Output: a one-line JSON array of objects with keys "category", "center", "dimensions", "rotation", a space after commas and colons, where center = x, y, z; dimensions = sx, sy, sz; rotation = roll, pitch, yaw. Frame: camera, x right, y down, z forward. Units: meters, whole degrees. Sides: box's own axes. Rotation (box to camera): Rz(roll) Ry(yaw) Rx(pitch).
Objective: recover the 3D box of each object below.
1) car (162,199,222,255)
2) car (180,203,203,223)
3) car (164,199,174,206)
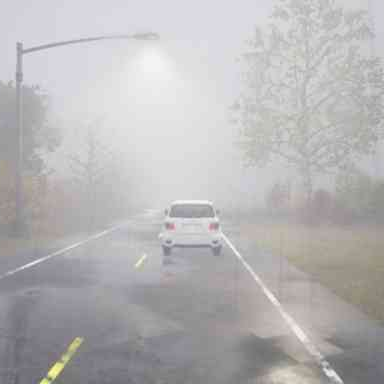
[{"category": "car", "center": [-0.005, 1.349, 14.015], "dimensions": [2.150, 2.045, 5.566], "rotation": [0, 0, 0]}, {"category": "car", "center": [-0.053, 1.784, 29.282], "dimensions": [1.837, 1.490, 4.892], "rotation": [0, 0, 0]}, {"category": "car", "center": [-5.053, 2.181, 72.308], "dimensions": [2.033, 1.411, 5.357], "rotation": [0, 0, -7]}]
